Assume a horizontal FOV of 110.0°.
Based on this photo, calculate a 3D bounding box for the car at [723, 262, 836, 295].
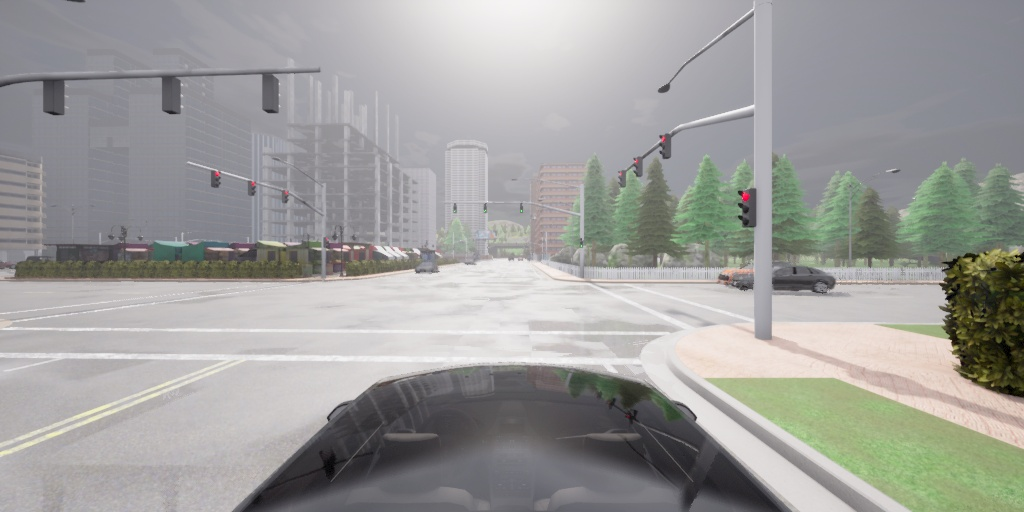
[{"bbox_3d":[14.573,1.254,19.447,4.892,1.490,1.837,0,0,3],"label":"car"}]

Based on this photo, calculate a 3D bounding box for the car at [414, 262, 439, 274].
[{"bbox_3d":[-9.498,1.375,40.303,1.994,1.385,4.181,0,1,1],"label":"car"}]

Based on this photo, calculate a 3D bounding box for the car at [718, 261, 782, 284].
[{"bbox_3d":[15.746,1.103,22.893,4.553,1.767,2.097,0,0,3],"label":"car"}]
